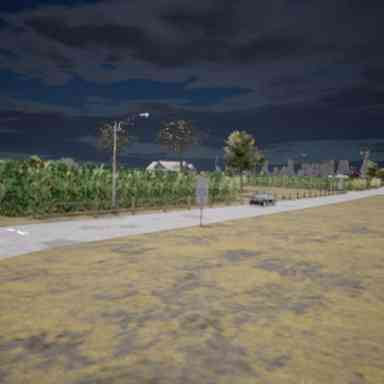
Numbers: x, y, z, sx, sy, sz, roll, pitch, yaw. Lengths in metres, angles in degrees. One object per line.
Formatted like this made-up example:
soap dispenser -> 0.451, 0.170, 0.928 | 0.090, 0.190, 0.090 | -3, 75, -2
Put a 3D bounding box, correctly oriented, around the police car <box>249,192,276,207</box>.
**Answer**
police car -> 8.771, 0.890, 41.213 | 1.930, 1.638, 5.238 | 3, 3, 36
